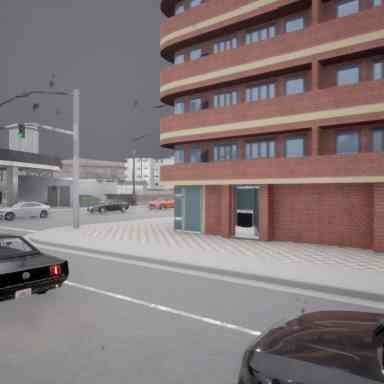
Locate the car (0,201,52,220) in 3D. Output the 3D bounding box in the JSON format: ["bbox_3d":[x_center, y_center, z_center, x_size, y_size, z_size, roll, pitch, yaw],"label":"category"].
[{"bbox_3d":[-14.142,1.523,27.958,1.812,1.442,4.674,0,0,34],"label":"car"}]

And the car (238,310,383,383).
[{"bbox_3d":[2.641,1.514,2.111,4.892,1.490,1.837,0,0,35],"label":"car"}]

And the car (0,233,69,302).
[{"bbox_3d":[-4.939,1.599,7.503,4.718,1.301,1.895,0,0,36],"label":"car"}]

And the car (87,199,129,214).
[{"bbox_3d":[-8.915,1.509,35.602,2.128,1.511,4.902,0,0,35],"label":"car"}]

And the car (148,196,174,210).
[{"bbox_3d":[-3.679,1.389,43.190,2.097,1.767,4.553,0,0,35],"label":"car"}]
